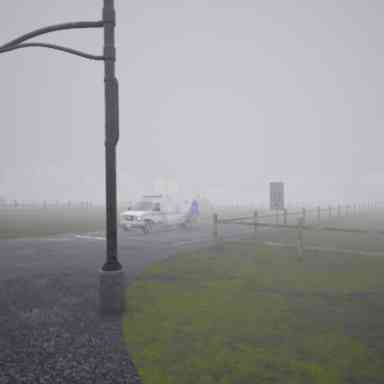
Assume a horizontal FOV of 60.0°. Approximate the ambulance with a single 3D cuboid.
[{"bbox_3d":[-1.951,1.320,22.340,2.351,2.431,6.366,-1,-2,35],"label":"ambulance"}]
